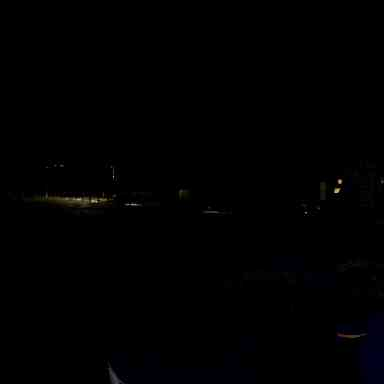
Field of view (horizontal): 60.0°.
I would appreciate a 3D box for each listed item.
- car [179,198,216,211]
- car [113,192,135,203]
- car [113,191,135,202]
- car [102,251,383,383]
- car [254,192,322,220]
[{"bbox_3d":[0.480,1.300,36.222,1.895,1.301,4.718,1,0,-36],"label":"car"},{"bbox_3d":[-10.571,0.992,51.446,2.128,1.511,4.902,1,0,-36],"label":"car"},{"bbox_3d":[-11.935,0.813,58.209,2.097,1.767,4.553,1,0,-36],"label":"car"},{"bbox_3d":[1.320,1.526,3.964,4.674,1.442,1.812,0,0,-35],"label":"car"},{"bbox_3d":[7.497,1.044,26.627,2.150,2.045,5.566,1,0,-36],"label":"car"}]
